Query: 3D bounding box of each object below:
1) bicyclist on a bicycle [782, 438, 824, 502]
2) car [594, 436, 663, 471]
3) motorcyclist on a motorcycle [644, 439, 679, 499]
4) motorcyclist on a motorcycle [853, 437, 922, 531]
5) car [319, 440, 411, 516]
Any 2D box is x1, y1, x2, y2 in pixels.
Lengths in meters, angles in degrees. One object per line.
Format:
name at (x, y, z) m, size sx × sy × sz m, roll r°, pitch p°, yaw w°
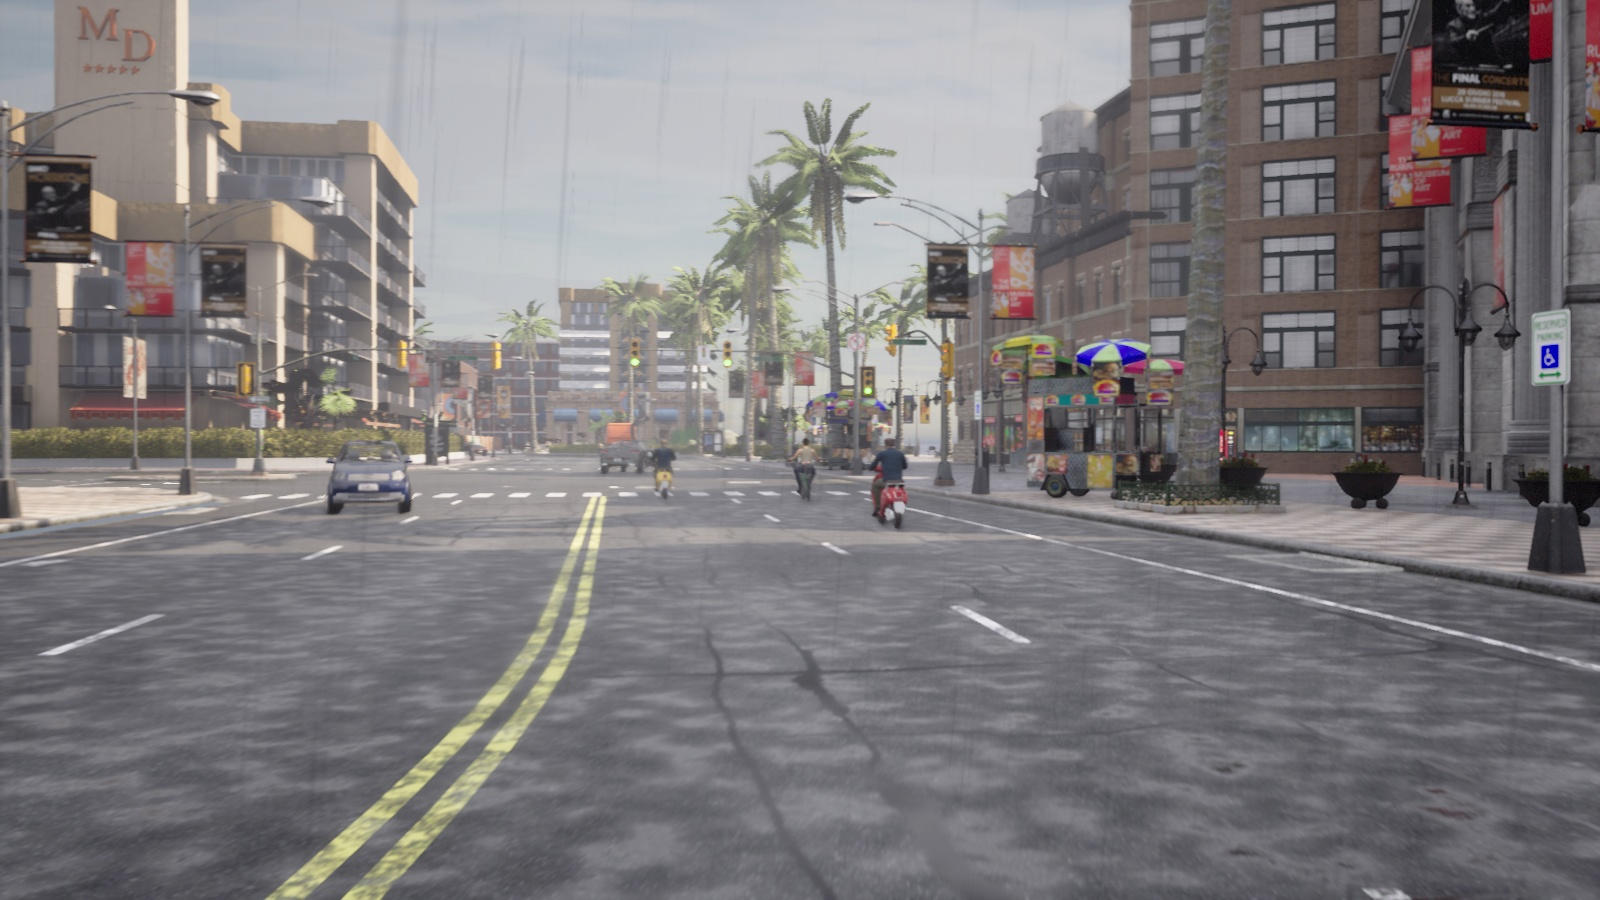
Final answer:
bicyclist on a bicycle at (0.062, 0.502, 32.143) m, size 0.866 × 1.612 × 1.509 m, roll 0°, pitch 0°, yaw -8°
car at (-8.547, 0.157, 62.947) m, size 2.152 × 1.651 × 5.027 m, roll 0°, pitch 0°, yaw 8°
motorcyclist on a motorcycle at (-3.785, 0.501, 34.221) m, size 0.866 × 1.590 × 1.817 m, roll 0°, pitch 0°, yaw -8°
motorcyclist on a motorcycle at (1.532, 0.576, 22.310) m, size 0.866 × 1.590 × 1.817 m, roll 0°, pitch 0°, yaw -8°
car at (-9.489, 0.556, 27.496) m, size 1.789 × 1.549 × 3.705 m, roll 0°, pitch 0°, yaw -18°
